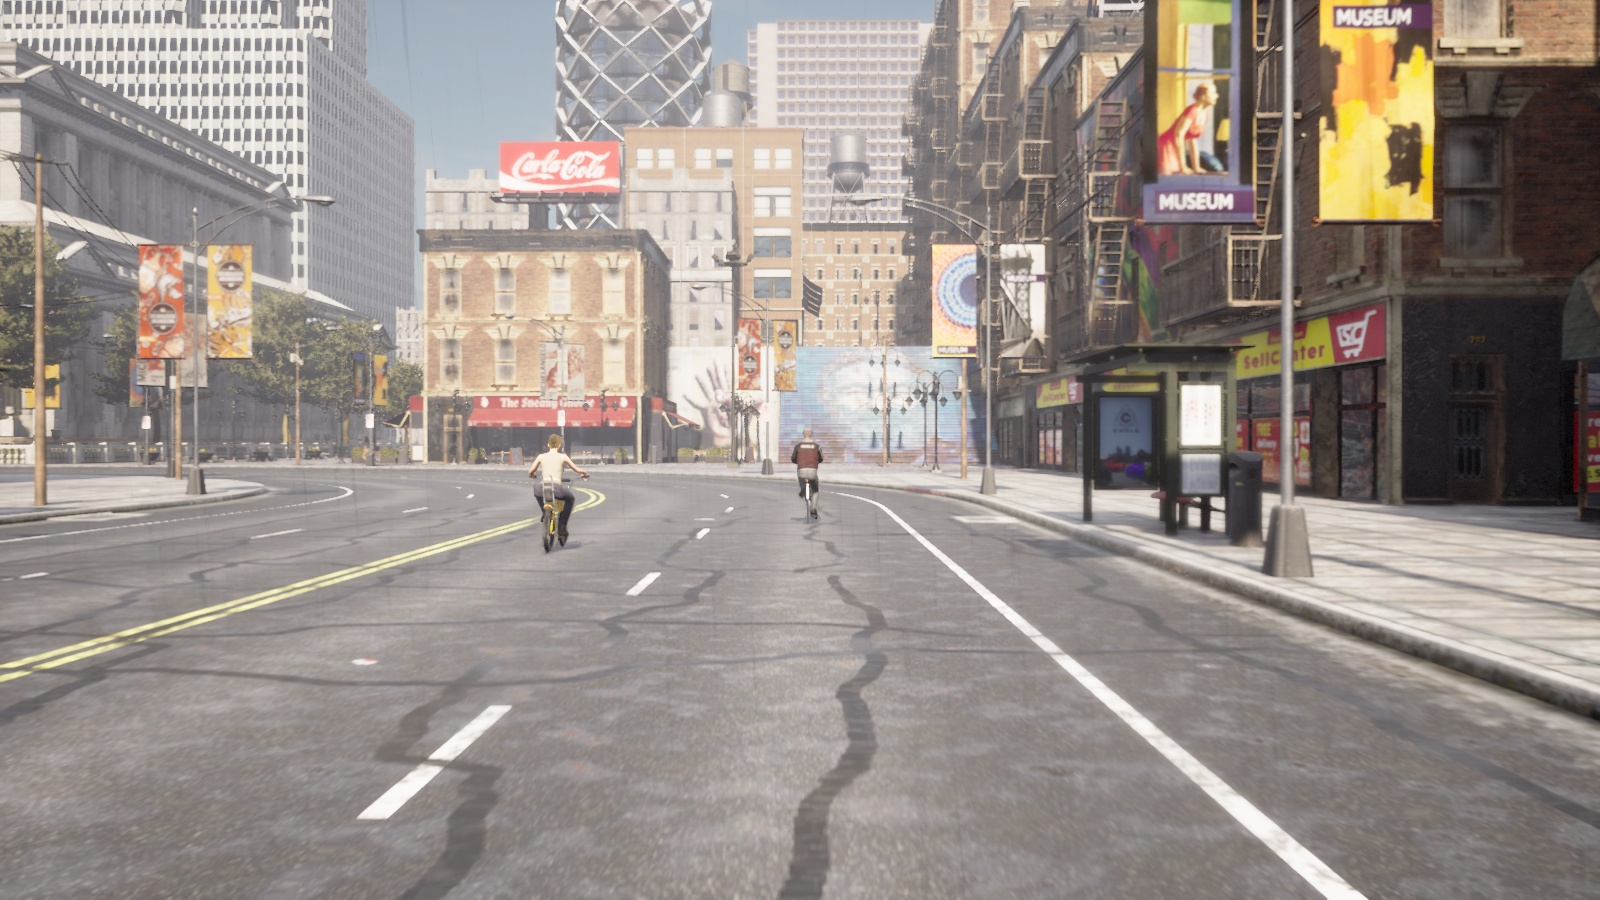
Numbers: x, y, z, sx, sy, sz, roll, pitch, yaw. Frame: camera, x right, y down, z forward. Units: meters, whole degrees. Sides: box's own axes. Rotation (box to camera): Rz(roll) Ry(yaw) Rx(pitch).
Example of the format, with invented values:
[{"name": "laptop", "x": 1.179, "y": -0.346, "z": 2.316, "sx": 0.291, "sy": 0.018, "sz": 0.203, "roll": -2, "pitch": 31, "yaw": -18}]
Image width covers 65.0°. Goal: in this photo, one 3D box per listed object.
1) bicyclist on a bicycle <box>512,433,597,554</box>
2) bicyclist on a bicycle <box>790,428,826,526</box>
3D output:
[{"name": "bicyclist on a bicycle", "x": -3.397, "y": 0.582, "z": 17.488, "sx": 0.866, "sy": 1.612, "sz": 1.509, "roll": 0, "pitch": 0, "yaw": 1}, {"name": "bicyclist on a bicycle", "x": 0.147, "y": 0.484, "z": 23.622, "sx": 0.659, "sy": 1.776, "sz": 1.843, "roll": 0, "pitch": 1, "yaw": 0}]
